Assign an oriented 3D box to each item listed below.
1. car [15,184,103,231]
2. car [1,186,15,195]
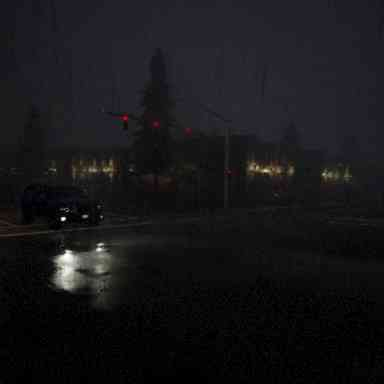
[{"bbox_3d":[-6.727,0.646,16.838,5.566,2.045,2.150,3,2,45],"label":"car"},{"bbox_3d":[-25.402,-0.262,48.731,4.718,1.301,1.895,-1,4,17],"label":"car"}]
